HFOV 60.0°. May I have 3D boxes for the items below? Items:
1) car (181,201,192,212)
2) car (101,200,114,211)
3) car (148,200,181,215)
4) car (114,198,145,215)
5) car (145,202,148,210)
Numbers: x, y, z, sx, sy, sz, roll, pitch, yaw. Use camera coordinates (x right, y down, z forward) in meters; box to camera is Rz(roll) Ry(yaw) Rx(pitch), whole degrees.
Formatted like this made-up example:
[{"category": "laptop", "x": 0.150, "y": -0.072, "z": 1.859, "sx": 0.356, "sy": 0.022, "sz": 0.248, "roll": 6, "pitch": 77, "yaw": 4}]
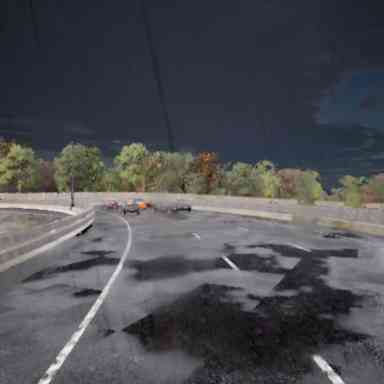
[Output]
[{"category": "car", "x": -1.618, "y": 1.828, "z": 43.135, "sx": 1.994, "sy": 1.385, "sz": 4.181, "roll": 0, "pitch": 0, "yaw": -24}, {"category": "car", "x": -11.980, "y": 1.931, "z": 48.842, "sx": 1.812, "sy": 1.442, "sz": 4.674, "roll": 0, "pitch": 0, "yaw": -30}, {"category": "car", "x": -3.180, "y": 1.849, "z": 37.524, "sx": 1.895, "sy": 1.301, "sz": 4.718, "roll": 0, "pitch": 0, "yaw": -20}, {"category": "car", "x": -7.316, "y": 1.789, "z": 38.470, "sx": 2.128, "sy": 1.511, "sz": 4.902, "roll": 0, "pitch": 0, "yaw": -21}, {"category": "car", "x": -8.364, "y": 1.722, "z": 49.478, "sx": 2.097, "sy": 1.767, "sz": 4.553, "roll": 0, "pitch": 0, "yaw": -27}]
